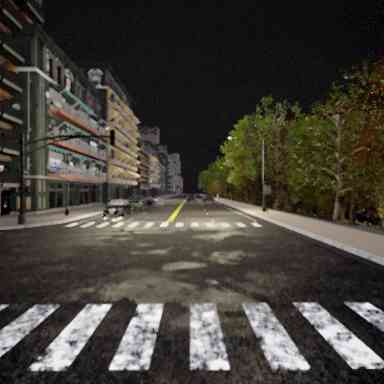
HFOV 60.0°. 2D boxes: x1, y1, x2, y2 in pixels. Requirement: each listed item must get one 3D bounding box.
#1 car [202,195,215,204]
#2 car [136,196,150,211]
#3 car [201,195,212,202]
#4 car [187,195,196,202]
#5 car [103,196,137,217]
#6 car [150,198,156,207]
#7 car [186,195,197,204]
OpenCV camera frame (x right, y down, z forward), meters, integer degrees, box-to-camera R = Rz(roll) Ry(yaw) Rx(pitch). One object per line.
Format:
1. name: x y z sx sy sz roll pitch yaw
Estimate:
1. car: 3.140 1.380 60.497 2.128 1.511 4.902 0 0 0
2. car: -6.662 1.272 39.904 2.097 1.767 4.553 0 0 0
3. car: 3.121 1.328 70.917 2.128 1.511 4.902 0 0 0
4. car: -0.128 1.327 70.912 1.812 1.442 4.674 0 0 0
5. car: -6.654 1.429 30.100 2.128 1.511 4.902 0 0 0
6. car: -6.639 1.504 50.165 1.895 1.301 4.718 0 0 0
7. car: -0.111 1.379 60.488 2.128 1.511 4.902 0 0 0
